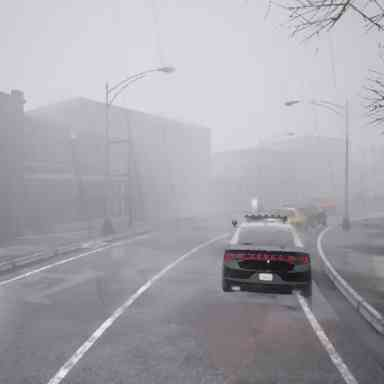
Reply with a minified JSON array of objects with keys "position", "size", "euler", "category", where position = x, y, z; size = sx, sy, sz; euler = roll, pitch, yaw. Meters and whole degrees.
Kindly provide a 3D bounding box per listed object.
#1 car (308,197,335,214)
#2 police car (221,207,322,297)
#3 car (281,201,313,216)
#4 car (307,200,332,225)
[{"position":[12.869,1.376,34.526],"size":[4.553,1.767,2.097],"euler":[0,1,-38],"category":"car"},{"position":[1.973,1.427,8.902],"size":[1.930,1.638,5.238],"euler":[0,0,12],"category":"police car"},{"position":[5.078,1.469,17.783],"size":[1.801,1.575,5.366],"euler":[1,0,26],"category":"car"},{"position":[7.775,1.535,22.480],"size":[1.837,1.490,4.892],"euler":[1,0,34],"category":"car"}]
